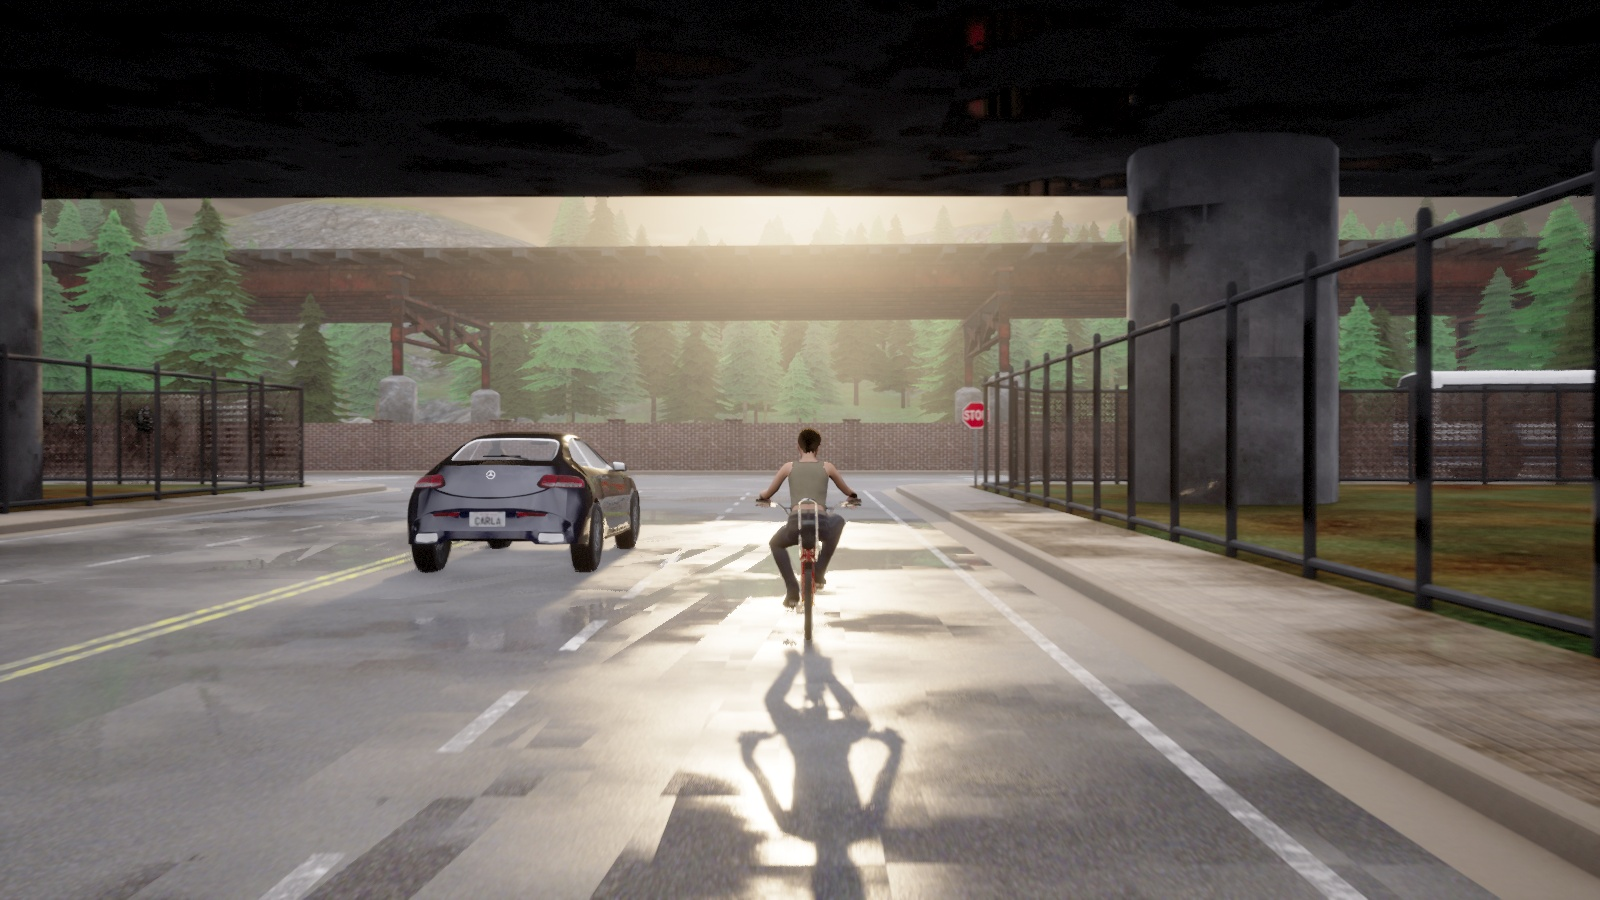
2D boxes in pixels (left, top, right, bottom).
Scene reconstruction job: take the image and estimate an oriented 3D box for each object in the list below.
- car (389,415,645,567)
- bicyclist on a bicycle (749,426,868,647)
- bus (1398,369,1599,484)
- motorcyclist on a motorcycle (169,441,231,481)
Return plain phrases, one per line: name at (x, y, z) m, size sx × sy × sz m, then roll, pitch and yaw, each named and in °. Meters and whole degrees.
car at (-3.392, 0.431, 16.197) m, size 2.152 × 1.651 × 5.027 m, roll 0°, pitch 0°, yaw 0°
bicyclist on a bicycle at (0.066, 0.627, 9.915) m, size 0.866 × 1.612 × 1.509 m, roll 0°, pitch 0°, yaw 1°
bus at (29.204, -0.880, 48.504) m, size 10.273 × 4.253 × 3.944 m, roll 0°, pitch 0°, yaw 1°
motorcyclist on a motorcycle at (-23.591, 0.430, 49.379) m, size 2.044 × 1.523 × 0.797 m, roll 1°, pitch 0°, yaw 0°
